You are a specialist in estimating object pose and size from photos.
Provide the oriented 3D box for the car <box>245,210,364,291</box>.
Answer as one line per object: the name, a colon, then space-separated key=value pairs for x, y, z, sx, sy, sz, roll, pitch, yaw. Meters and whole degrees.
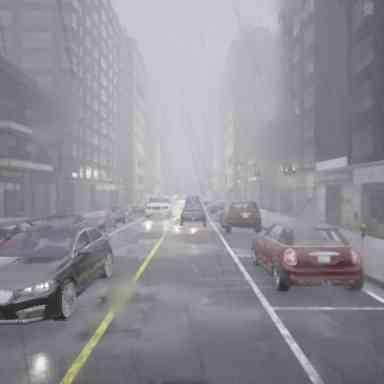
car: x=2.853 y=1.481 z=9.117 sx=1.967 sy=1.590 sz=4.097 roll=-1 pitch=0 yaw=0

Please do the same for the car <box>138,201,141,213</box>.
car: x=-5.655 y=1.715 z=36.754 sx=2.008 sy=1.369 sz=4.403 roll=-1 pitch=0 yaw=0

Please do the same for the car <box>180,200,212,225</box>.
car: x=0.098 y=1.603 z=24.820 sx=2.128 sy=1.511 sz=4.902 roll=0 pitch=0 yaw=0

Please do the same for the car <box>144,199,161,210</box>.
car: x=-5.648 y=1.779 z=47.815 sx=1.947 sy=1.339 sz=4.313 roll=-1 pitch=0 yaw=0

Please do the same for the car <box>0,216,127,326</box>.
car: x=-3.087 y=1.525 z=7.428 sx=2.128 sy=1.511 sz=4.902 roll=0 pitch=0 yaw=0

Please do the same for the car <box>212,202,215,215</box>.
car: x=2.864 y=1.681 z=25.704 sx=1.947 sy=1.339 sz=4.313 roll=-1 pitch=0 yaw=0

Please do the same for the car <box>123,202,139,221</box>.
car: x=-5.661 y=1.679 z=25.692 sx=1.947 sy=1.339 sz=4.313 roll=-1 pitch=0 yaw=0

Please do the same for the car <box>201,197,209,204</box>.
car: x=2.894 y=1.916 z=75.467 sx=1.802 sy=1.307 sz=4.206 roll=-1 pitch=0 yaw=0

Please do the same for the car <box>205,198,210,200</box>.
car: x=2.874 y=1.716 z=42.462 sx=1.752 sy=1.417 sz=4.829 roll=-1 pitch=0 yaw=0

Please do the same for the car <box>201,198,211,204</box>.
car: x=2.891 y=1.876 z=69.938 sx=1.947 sy=1.339 sz=4.313 roll=-1 pitch=0 yaw=0

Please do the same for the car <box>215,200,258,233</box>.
car: x=2.858 y=1.405 z=20.176 sx=2.192 sy=1.841 sz=5.009 roll=-1 pitch=0 yaw=0

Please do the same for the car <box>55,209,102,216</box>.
car: x=-5.668 y=1.629 z=14.631 sx=1.947 sy=1.339 sz=4.313 roll=-1 pitch=0 yaw=0

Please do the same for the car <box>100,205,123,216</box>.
car: x=-5.664 y=1.670 z=20.162 sx=1.802 sy=1.307 sz=4.206 roll=-1 pitch=0 yaw=0

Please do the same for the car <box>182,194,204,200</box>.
car: x=0.124 y=1.427 z=45.878 sx=2.150 sy=2.045 sz=5.566 roll=0 pitch=0 yaw=0

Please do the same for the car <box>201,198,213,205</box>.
car: x=2.887 y=1.838 z=64.409 sx=2.008 sy=1.369 sz=4.403 roll=-1 pitch=0 yaw=0

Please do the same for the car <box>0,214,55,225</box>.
car: x=-5.672 y=1.479 z=9.101 sx=1.967 sy=1.590 sz=4.097 roll=-1 pitch=0 yaw=0

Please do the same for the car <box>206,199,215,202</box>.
car: x=2.871 y=1.731 z=36.763 sx=1.947 sy=1.339 sz=4.313 roll=-1 pitch=0 yaw=0

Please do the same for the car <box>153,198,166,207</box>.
car: x=-5.642 y=1.806 z=58.876 sx=1.887 sy=1.381 sz=4.507 roll=-1 pitch=0 yaw=0

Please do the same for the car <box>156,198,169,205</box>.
car: x=-5.638 y=1.836 z=64.407 sx=2.008 sy=1.369 sz=4.403 roll=-1 pitch=0 yaw=0

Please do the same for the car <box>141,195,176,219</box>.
car: x=-3.015 y=1.362 z=31.260 sx=2.150 sy=2.045 sz=5.566 roll=0 pitch=-1 yaw=1
